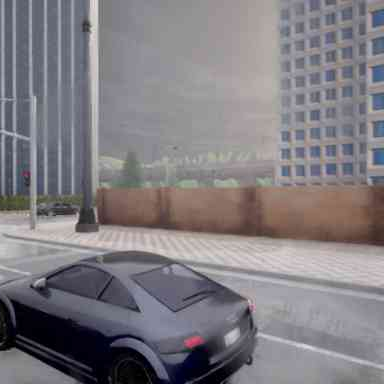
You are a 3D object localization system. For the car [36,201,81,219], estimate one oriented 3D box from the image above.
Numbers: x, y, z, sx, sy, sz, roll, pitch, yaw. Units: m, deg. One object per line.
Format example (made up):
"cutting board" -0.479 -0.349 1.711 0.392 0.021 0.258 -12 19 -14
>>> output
"car" -12.542 1.648 31.379 1.837 1.490 4.892 0 0 35

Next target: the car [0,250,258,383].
"car" -1.193 1.582 4.844 4.181 1.385 1.994 0 0 35
